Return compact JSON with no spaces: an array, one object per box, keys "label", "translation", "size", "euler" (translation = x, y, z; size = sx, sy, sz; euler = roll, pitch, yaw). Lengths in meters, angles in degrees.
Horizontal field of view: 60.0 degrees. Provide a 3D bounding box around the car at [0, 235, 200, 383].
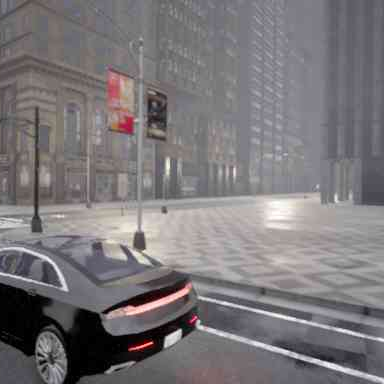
[{"label":"car","translation":[-2.193,1.450,5.244],"size":[4.902,1.511,2.128],"euler":[1,0,35]}]
